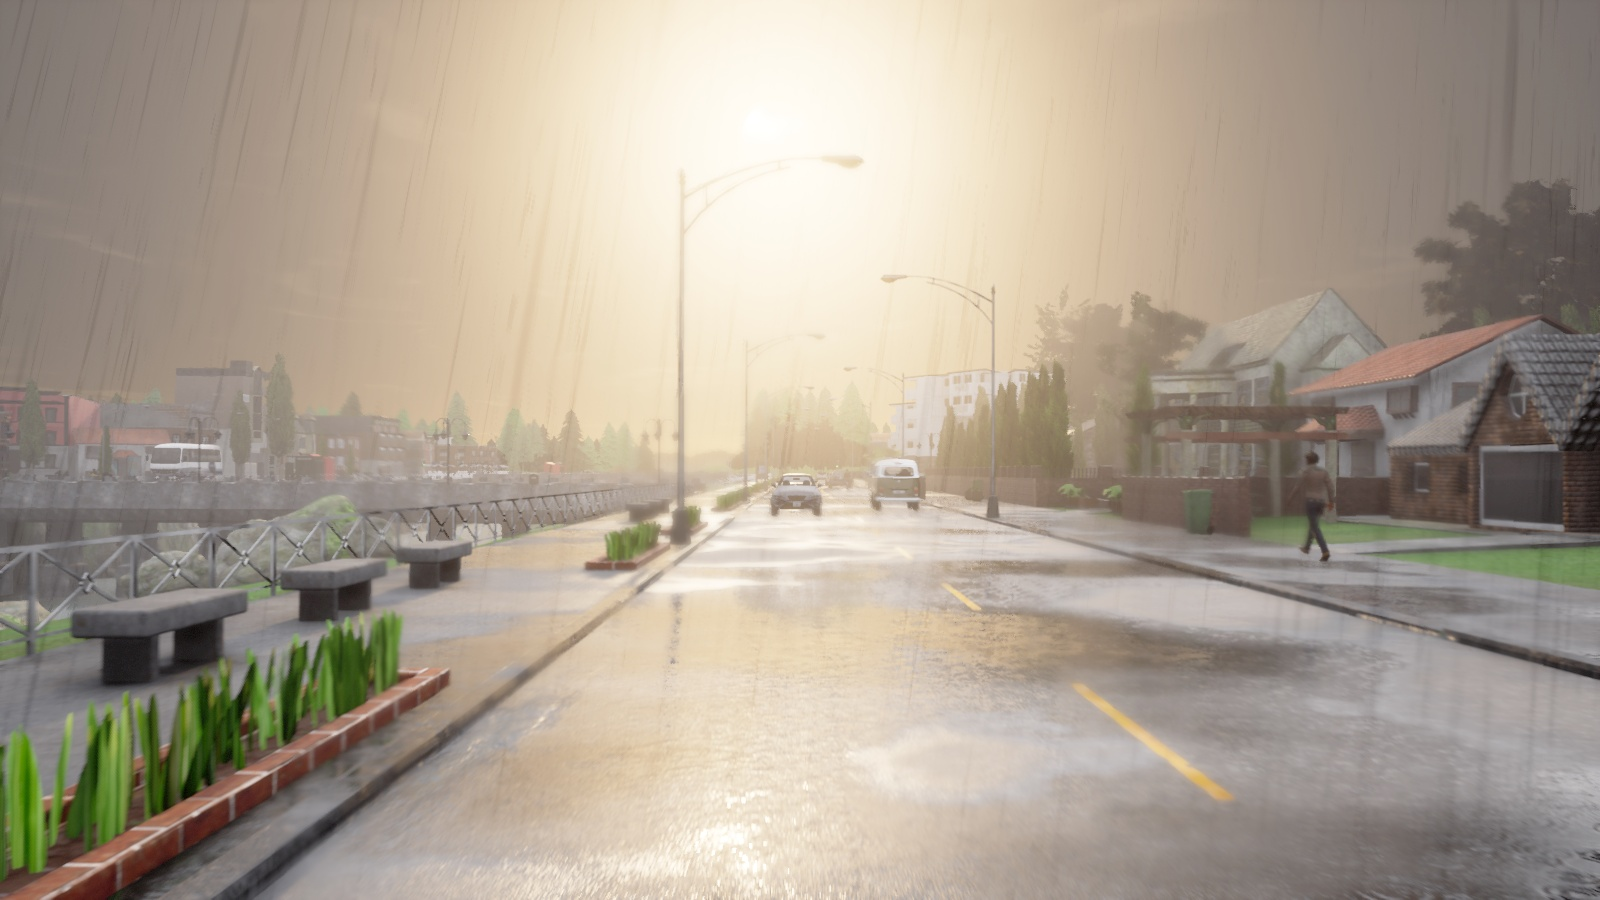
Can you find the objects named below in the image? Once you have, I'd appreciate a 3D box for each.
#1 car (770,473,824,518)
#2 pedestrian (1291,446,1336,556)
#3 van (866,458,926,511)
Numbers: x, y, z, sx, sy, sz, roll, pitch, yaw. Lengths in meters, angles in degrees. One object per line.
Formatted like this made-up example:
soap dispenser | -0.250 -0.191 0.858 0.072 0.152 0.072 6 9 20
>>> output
car | -0.104 1.569 44.235 1.816 1.474 4.193 0 -1 0
pedestrian | 8.626 0.844 21.123 0.328 1.805 0.869 0 -1 -4
van | 3.878 1.383 51.404 2.069 2.038 4.480 0 -1 0
